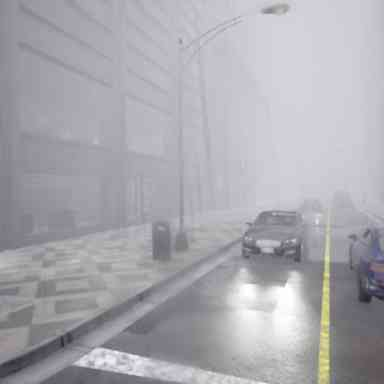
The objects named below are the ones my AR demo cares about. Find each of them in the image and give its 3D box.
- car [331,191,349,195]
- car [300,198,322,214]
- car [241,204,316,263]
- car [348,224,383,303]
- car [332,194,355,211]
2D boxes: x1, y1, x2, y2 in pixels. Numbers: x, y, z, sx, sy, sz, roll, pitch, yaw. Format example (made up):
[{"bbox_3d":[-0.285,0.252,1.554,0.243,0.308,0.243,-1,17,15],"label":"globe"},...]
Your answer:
[{"bbox_3d":[20.109,0.837,44.867,2.150,2.045,5.566,0,0,23],"label":"car"},{"bbox_3d":[11.463,1.304,32.018,1.994,1.385,4.181,0,0,23],"label":"car"},{"bbox_3d":[3.114,1.400,11.893,2.128,1.511,4.902,0,0,22],"label":"car"},{"bbox_3d":[4.659,1.453,7.510,1.812,1.442,4.674,0,0,22],"label":"car"},{"bbox_3d":[16.151,1.243,35.176,2.033,1.411,5.357,0,0,23],"label":"car"}]
